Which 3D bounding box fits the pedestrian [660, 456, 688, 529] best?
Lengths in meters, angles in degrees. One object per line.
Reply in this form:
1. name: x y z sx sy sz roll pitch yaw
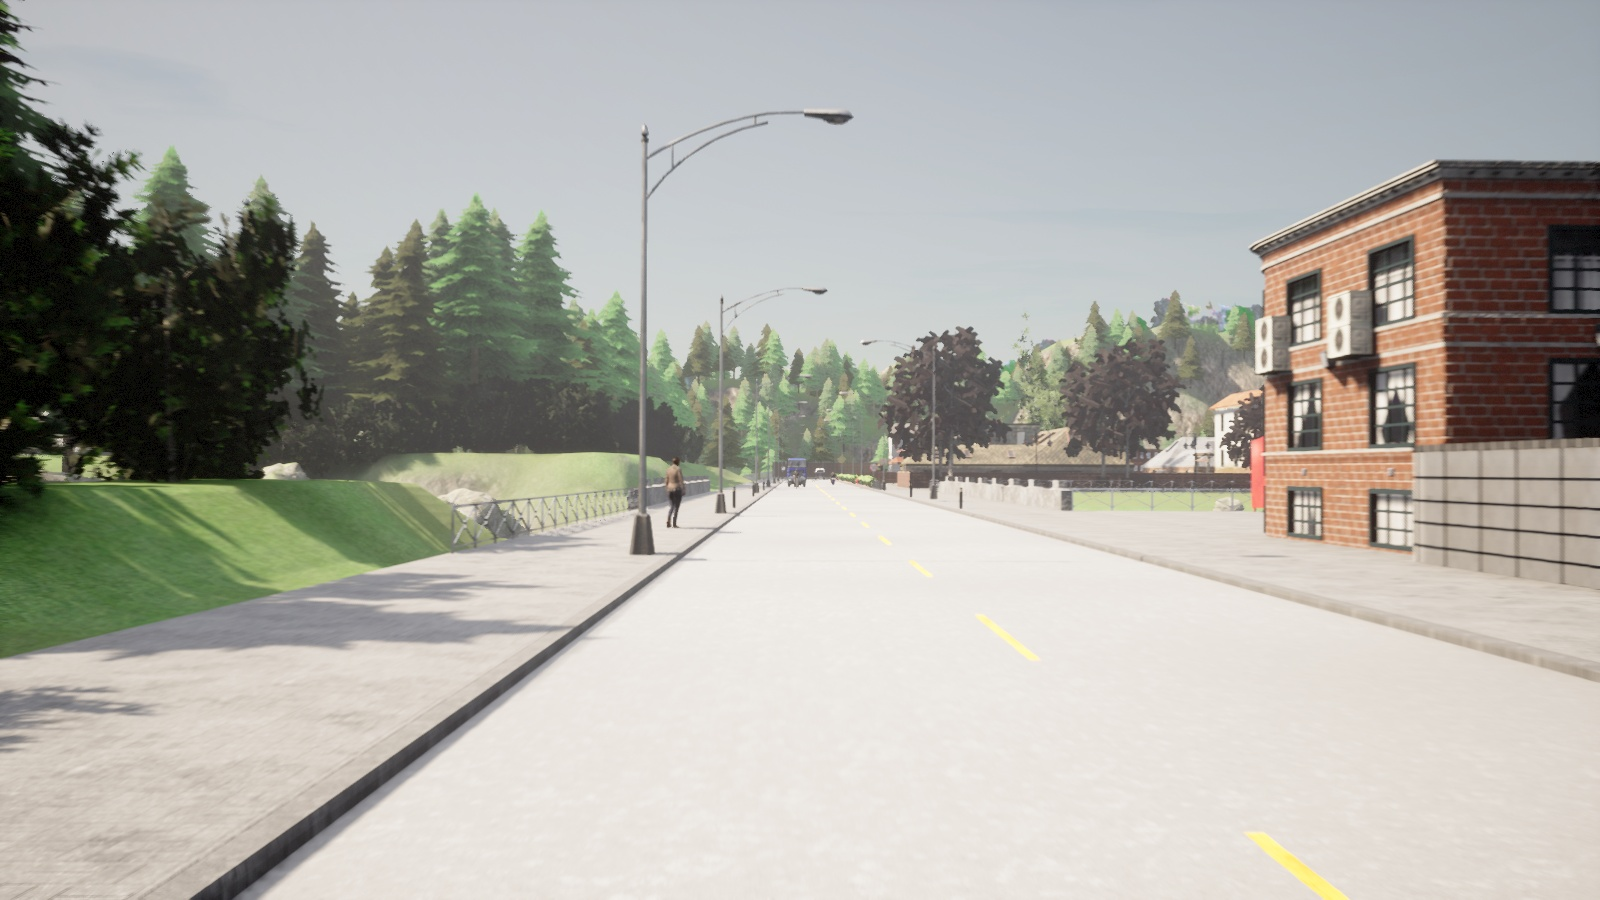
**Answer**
1. pedestrian: -3.162 1.064 31.554 0.328 1.805 0.869 -1 -1 23
